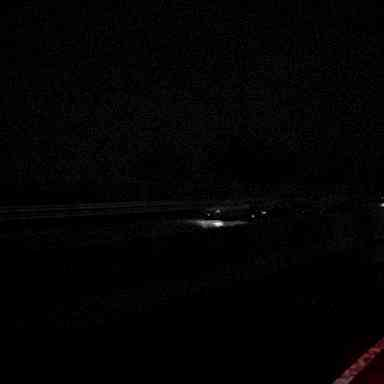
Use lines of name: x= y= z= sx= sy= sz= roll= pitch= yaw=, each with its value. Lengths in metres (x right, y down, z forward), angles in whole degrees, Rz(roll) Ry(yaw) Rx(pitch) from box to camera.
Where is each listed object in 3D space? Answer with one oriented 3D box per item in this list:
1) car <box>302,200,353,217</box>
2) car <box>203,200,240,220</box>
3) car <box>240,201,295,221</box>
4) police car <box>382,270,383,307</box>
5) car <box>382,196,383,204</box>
car: x=9.602 y=1.317 z=23.390 sx=5.008 sy=1.535 sz=1.882 roll=-1 pitch=0 yaw=-43
car: x=2.971 y=1.419 z=26.764 sx=4.674 sy=1.442 sz=1.812 roll=-1 pitch=0 yaw=-43
car: x=5.960 y=1.395 z=24.771 sx=4.674 sy=1.442 sz=1.812 roll=-1 pitch=0 yaw=-43
police car: x=5.286 y=1.344 z=6.239 sx=5.238 sy=1.638 sz=1.930 roll=-1 pitch=0 yaw=-43
car: x=33.578 y=0.923 z=55.403 sx=5.566 sy=2.045 sz=2.150 roll=0 pitch=0 yaw=-43
